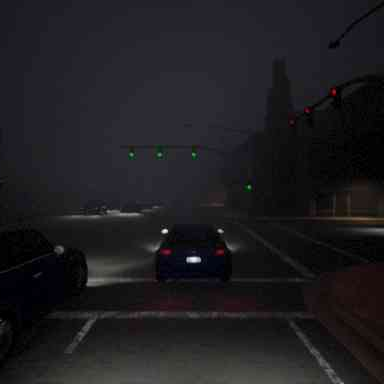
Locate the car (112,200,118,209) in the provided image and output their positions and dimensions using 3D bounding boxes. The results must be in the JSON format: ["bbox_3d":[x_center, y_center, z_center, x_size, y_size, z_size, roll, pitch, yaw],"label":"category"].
[{"bbox_3d":[-10.503,1.788,45.682,1.994,1.385,4.181,0,0,4],"label":"car"}]

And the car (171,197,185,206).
[{"bbox_3d":[-2.882,1.870,62.823,1.994,1.385,4.181,0,0,2],"label":"car"}]

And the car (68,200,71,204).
[{"bbox_3d":[-24.892,1.702,62.448,3.806,1.475,1.970,0,0,0],"label":"car"}]

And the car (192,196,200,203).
[{"bbox_3d":[0.903,1.771,77.157,1.882,1.535,5.008,0,0,2],"label":"car"}]

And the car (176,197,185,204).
[{"bbox_3d":[-2.600,1.876,77.104,1.837,1.490,4.892,0,0,2],"label":"car"}]

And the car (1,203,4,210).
[{"bbox_3d":[-24.892,1.353,39.931,3.866,1.878,1.905,0,0,0],"label":"car"}]

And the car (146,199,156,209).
[{"bbox_3d":[-6.936,1.764,48.742,1.812,1.442,4.674,0,0,2],"label":"car"}]

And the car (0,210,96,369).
[{"bbox_3d":[-3.447,1.381,5.825,2.097,1.767,4.553,0,0,0],"label":"car"}]

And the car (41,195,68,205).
[{"bbox_3d":[-24.906,1.448,59.554,3.866,1.878,1.905,0,0,0],"label":"car"}]

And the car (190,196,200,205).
[{"bbox_3d":[0.618,1.872,66.512,2.033,1.411,5.357,0,0,2],"label":"car"}]

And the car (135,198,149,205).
[{"bbox_3d":[-9.909,1.884,65.660,1.994,1.385,4.181,0,0,2],"label":"car"}]

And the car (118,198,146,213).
[{"bbox_3d":[-7.149,1.760,39.981,1.994,1.385,4.181,0,0,2],"label":"car"}]

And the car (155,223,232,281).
[{"bbox_3d":[0.029,1.614,10.057,1.994,1.385,4.181,0,0,0],"label":"car"}]

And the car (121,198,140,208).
[{"bbox_3d":[-10.241,1.763,55.619,2.128,1.511,4.902,0,0,2],"label":"car"}]

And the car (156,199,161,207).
[{"bbox_3d":[-6.645,1.850,58.656,1.994,1.385,4.181,0,0,1],"label":"car"}]

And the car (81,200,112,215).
[{"bbox_3d":[-10.715,1.685,36.774,1.837,1.490,4.892,0,0,1],"label":"car"}]
